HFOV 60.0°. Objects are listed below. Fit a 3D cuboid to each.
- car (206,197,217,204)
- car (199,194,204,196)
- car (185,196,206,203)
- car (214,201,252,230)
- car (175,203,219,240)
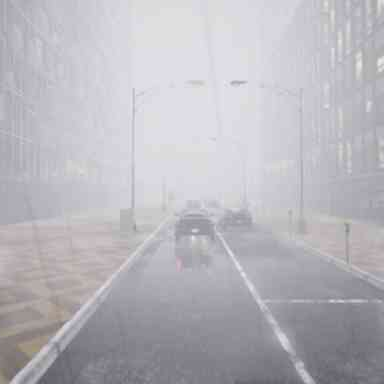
[{"bbox_3d":[2.661,1.525,42.968,1.802,1.307,4.206,1,0,0],"label":"car"},{"bbox_3d":[2.759,1.378,93.075,1.967,1.590,4.097,1,0,0],"label":"car"},{"bbox_3d":[0.174,1.494,38.422,2.033,1.411,5.357,0,0,0],"label":"car"},{"bbox_3d":[2.619,1.511,20.699,1.887,1.381,4.507,1,0,0],"label":"car"},{"bbox_3d":[0.132,1.497,16.661,1.812,1.442,4.674,0,0,0],"label":"car"}]
